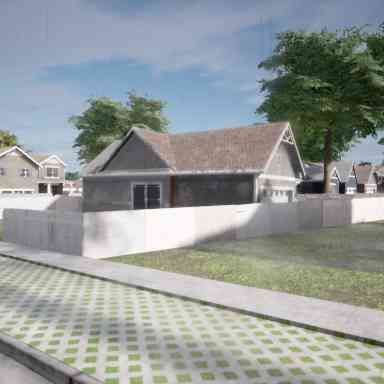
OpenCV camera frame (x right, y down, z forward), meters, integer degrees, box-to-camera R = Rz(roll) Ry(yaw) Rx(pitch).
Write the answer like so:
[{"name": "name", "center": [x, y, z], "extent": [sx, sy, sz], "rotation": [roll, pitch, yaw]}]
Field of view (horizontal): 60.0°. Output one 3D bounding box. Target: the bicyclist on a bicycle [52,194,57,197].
[{"name": "bicyclist on a bicycle", "center": [-13.035, 1.029, 31.551], "extent": [1.656, 1.620, 0.582], "rotation": [0, 1, 34]}]
